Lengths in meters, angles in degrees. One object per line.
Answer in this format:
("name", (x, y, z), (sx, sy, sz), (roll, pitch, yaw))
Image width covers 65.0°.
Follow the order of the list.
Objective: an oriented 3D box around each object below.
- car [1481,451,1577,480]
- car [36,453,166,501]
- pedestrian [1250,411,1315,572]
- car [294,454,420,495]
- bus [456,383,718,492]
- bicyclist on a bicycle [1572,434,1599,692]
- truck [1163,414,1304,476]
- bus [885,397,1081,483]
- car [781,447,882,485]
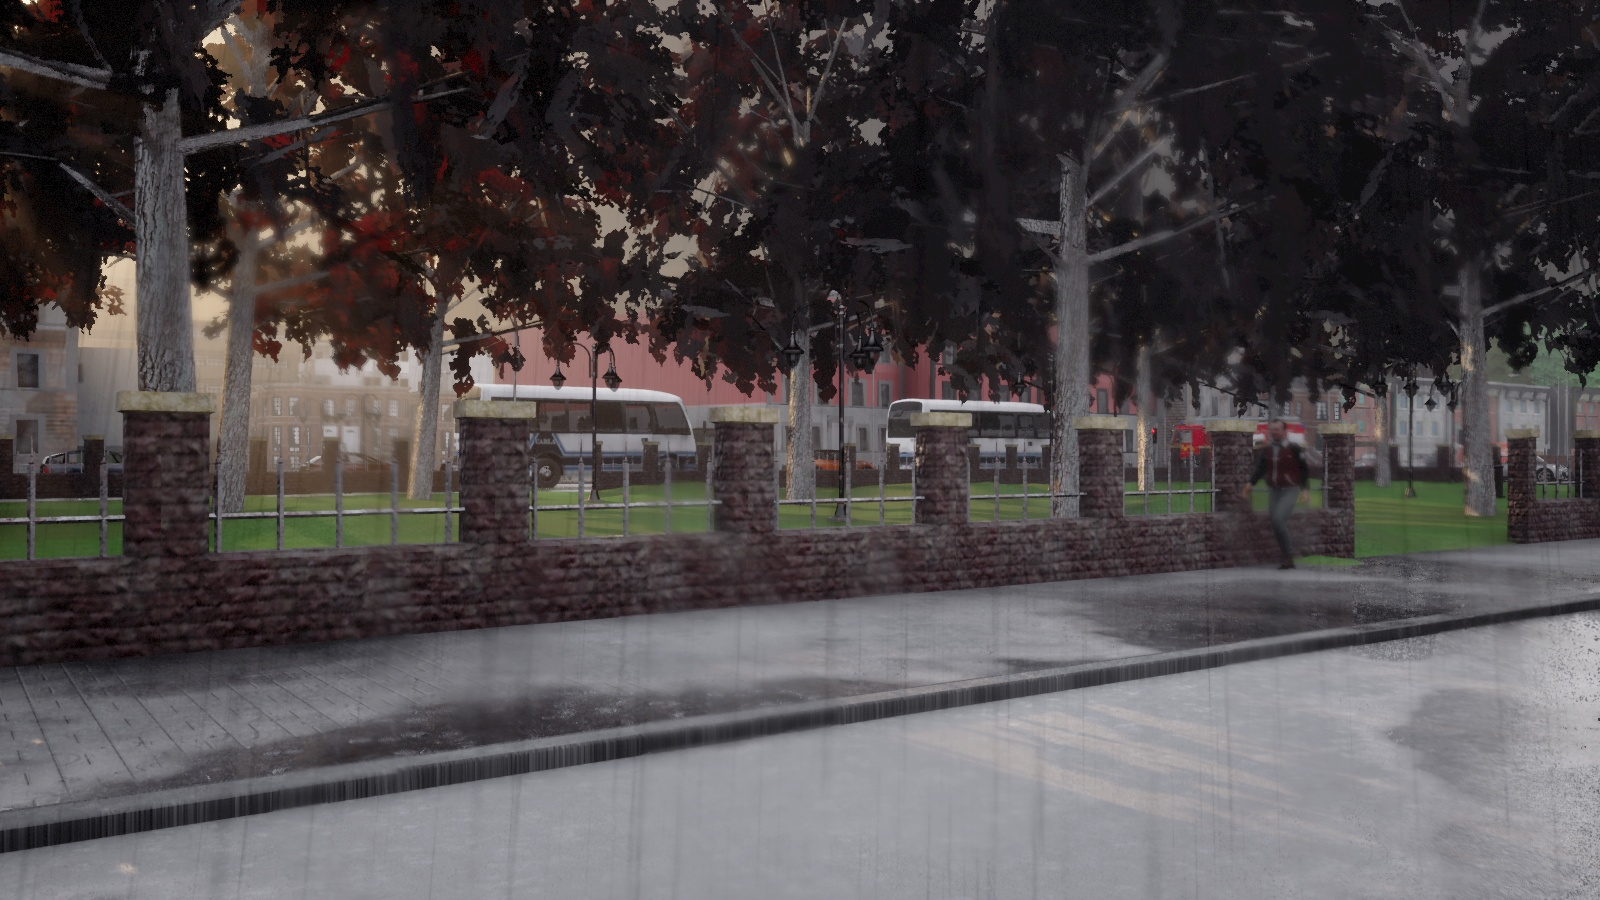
("car", (37.564, 0.789, 64.729), (1.970, 1.475, 3.806), (0, 0, -37))
("car", (-23.848, 0.879, 42.861), (3.705, 1.549, 1.789), (0, 0, -35))
("pedestrian", (5.688, 0.479, 14.801), (0.720, 1.854, 0.376), (0, 0, -35))
("car", (-16.821, 0.911, 47.789), (4.193, 1.474, 1.816), (0, 0, -35))
("bus", (-8.897, -0.482, 53.337), (10.273, 4.253, 3.944), (0, 0, -35))
("bicyclist on a bicycle", (5.795, 0.706, 8.246), (1.656, 1.620, 0.582), (0, 0, -33))
("truck", (27.991, -0.281, 81.303), (8.468, 3.827, 2.891), (0, -1, 20))
("bus", (9.780, -0.490, 66.470), (10.273, 4.253, 3.944), (0, 0, -34))
("car", (1.542, 0.748, 60.656), (4.553, 1.767, 2.097), (0, 0, -35))
